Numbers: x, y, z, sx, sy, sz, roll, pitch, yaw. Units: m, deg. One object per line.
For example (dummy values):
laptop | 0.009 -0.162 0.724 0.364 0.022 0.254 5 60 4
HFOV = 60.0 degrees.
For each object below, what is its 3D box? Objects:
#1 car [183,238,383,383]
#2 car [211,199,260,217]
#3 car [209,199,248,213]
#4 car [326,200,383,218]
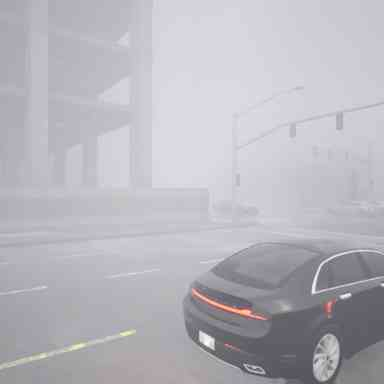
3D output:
car | 2.160 1.505 5.329 4.892 1.490 1.837 0 0 -35
car | 4.190 1.601 31.732 1.895 1.301 4.718 0 0 -36
car | 4.055 1.526 37.886 1.812 1.442 4.674 0 0 -36
car | 14.419 1.525 29.860 1.812 1.442 4.674 0 0 -36
